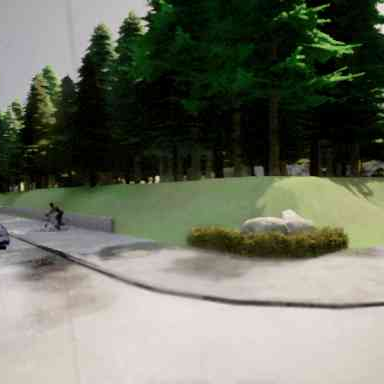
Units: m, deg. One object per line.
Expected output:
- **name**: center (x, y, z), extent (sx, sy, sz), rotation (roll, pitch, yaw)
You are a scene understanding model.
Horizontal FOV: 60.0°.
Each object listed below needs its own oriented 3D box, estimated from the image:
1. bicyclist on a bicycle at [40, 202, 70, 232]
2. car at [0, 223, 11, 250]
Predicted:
- **bicyclist on a bicycle**: center (-7.777, 1.414, 18.853), extent (1.656, 1.620, 0.582), rotation (-2, 1, -40)
- **car**: center (-9.104, 1.678, 13.974), extent (2.033, 1.411, 5.357), rotation (-2, 1, -40)
